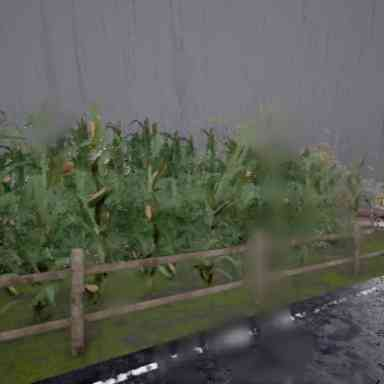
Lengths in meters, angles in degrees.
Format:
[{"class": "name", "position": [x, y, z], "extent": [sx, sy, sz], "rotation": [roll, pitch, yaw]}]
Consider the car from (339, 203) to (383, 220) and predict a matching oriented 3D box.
[{"class": "car", "position": [14.384, 1.625, 27.959], "extent": [1.994, 1.385, 4.181], "rotation": [0, 0, -34]}]
